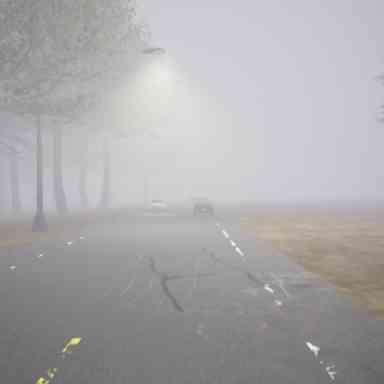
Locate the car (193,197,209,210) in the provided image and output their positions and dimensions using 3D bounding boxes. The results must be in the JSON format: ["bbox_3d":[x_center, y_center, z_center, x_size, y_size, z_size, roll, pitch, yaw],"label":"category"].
[{"bbox_3d":[1.038,1.394,41.260,1.837,1.490,4.892,0,0,0],"label":"car"}]

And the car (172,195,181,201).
[{"bbox_3d":[-3.521,1.296,76.160,1.994,1.385,4.181,0,0,0],"label":"car"}]

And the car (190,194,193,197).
[{"bbox_3d":[1.037,1.384,47.262,1.837,1.490,4.892,0,0,0],"label":"car"}]

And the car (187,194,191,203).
[{"bbox_3d":[-0.018,1.431,66.117,2.033,1.411,5.357,0,0,0],"label":"car"}]

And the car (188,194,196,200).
[{"bbox_3d":[-0.024,1.230,86.657,1.882,1.535,5.008,0,0,0],"label":"car"}]

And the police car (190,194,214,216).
[{"bbox_3d":[1.041,1.333,31.367,1.930,1.638,5.238,0,0,0],"label":"police car"}]

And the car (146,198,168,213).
[{"bbox_3d":[-3.602,1.424,35.527,1.812,1.442,4.674,0,0,0],"label":"car"}]
